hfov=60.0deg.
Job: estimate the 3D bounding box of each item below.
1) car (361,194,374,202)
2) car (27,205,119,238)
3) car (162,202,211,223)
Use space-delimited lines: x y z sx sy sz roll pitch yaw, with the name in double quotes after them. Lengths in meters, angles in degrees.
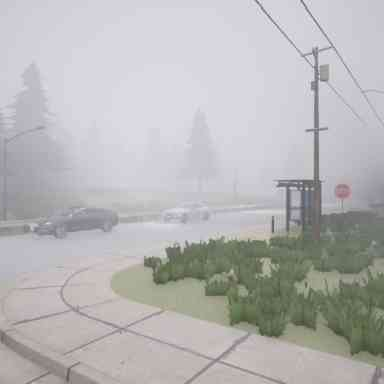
40.426 1.355 76.462 2.097 1.767 4.553 0 0 36 "car"
-6.157 1.492 17.766 2.128 1.511 4.902 0 0 36 "car"
-0.311 1.526 25.839 1.812 1.442 4.674 0 0 36 "car"
